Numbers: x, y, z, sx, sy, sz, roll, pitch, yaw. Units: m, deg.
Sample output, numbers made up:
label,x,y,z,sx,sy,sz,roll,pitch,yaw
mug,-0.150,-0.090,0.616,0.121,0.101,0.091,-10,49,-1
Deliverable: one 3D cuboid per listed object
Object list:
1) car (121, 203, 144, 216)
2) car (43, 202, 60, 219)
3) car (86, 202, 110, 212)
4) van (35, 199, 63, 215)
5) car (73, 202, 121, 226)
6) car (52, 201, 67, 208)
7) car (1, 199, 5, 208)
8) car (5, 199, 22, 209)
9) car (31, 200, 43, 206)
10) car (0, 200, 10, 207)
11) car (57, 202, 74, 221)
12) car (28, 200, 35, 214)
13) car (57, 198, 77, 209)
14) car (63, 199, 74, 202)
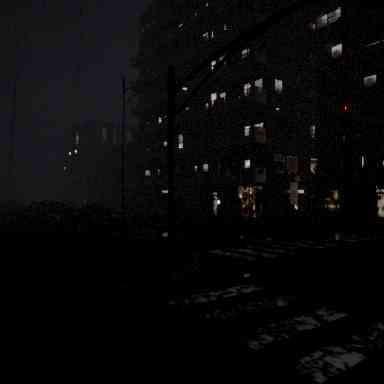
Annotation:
label,x,y,z,sx,sy,sz,roll,pitch,yaw
car,-7.457,2.006,39.741,1.752,1.417,4.829,-1,0,-35
car,-13.973,2.036,35.306,2.008,1.369,4.403,-1,0,-35
car,-13.765,2.192,48.596,1.947,1.339,4.313,-1,0,-35
van,-17.183,1.900,39.807,1.690,1.788,3.998,-1,0,-35
car,-7.563,1.777,26.308,1.967,1.590,4.097,-1,0,-35
car,-26.582,2.462,66.582,1.887,1.381,4.507,-1,0,-35
car,-36.416,2.542,66.803,1.887,1.381,4.507,-1,0,-35
car,-33.212,2.365,62.304,1.967,1.590,4.097,-1,0,-35
car,-39.398,2.774,84.568,1.947,1.339,4.313,-1,0,-35
car,-42.730,2.666,75.663,1.752,1.417,4.829,-1,0,-35
car,-10.668,1.934,30.669,1.752,1.417,4.829,-1,0,-35
car,-20.387,2.073,44.306,1.967,1.590,4.097,-1,0,-35
car,-23.382,2.160,62.086,2.192,1.841,5.009,-1,0,-35
car,-18.052,2.126,45.468,1.812,1.442,4.674,0,-1,-35
